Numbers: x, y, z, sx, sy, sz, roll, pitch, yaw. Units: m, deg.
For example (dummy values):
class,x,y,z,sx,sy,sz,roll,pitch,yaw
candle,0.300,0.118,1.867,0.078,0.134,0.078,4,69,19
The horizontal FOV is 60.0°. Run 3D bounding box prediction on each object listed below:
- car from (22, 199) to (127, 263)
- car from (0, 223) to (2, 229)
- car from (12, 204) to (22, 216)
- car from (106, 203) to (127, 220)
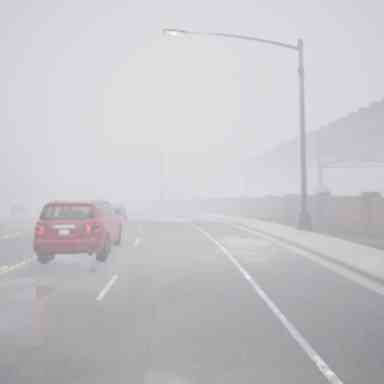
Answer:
class,x,y,z,sx,sy,sz,roll,pitch,yaw
car,-4.015,1.288,12.582,2.150,2.045,5.566,-1,0,-4
car,-11.661,1.733,16.889,2.033,1.411,5.357,-1,0,-7
car,-29.382,2.987,56.681,2.150,2.045,5.566,0,-3,-32
car,-7.202,1.816,31.515,1.812,1.442,4.674,-1,-1,-14
